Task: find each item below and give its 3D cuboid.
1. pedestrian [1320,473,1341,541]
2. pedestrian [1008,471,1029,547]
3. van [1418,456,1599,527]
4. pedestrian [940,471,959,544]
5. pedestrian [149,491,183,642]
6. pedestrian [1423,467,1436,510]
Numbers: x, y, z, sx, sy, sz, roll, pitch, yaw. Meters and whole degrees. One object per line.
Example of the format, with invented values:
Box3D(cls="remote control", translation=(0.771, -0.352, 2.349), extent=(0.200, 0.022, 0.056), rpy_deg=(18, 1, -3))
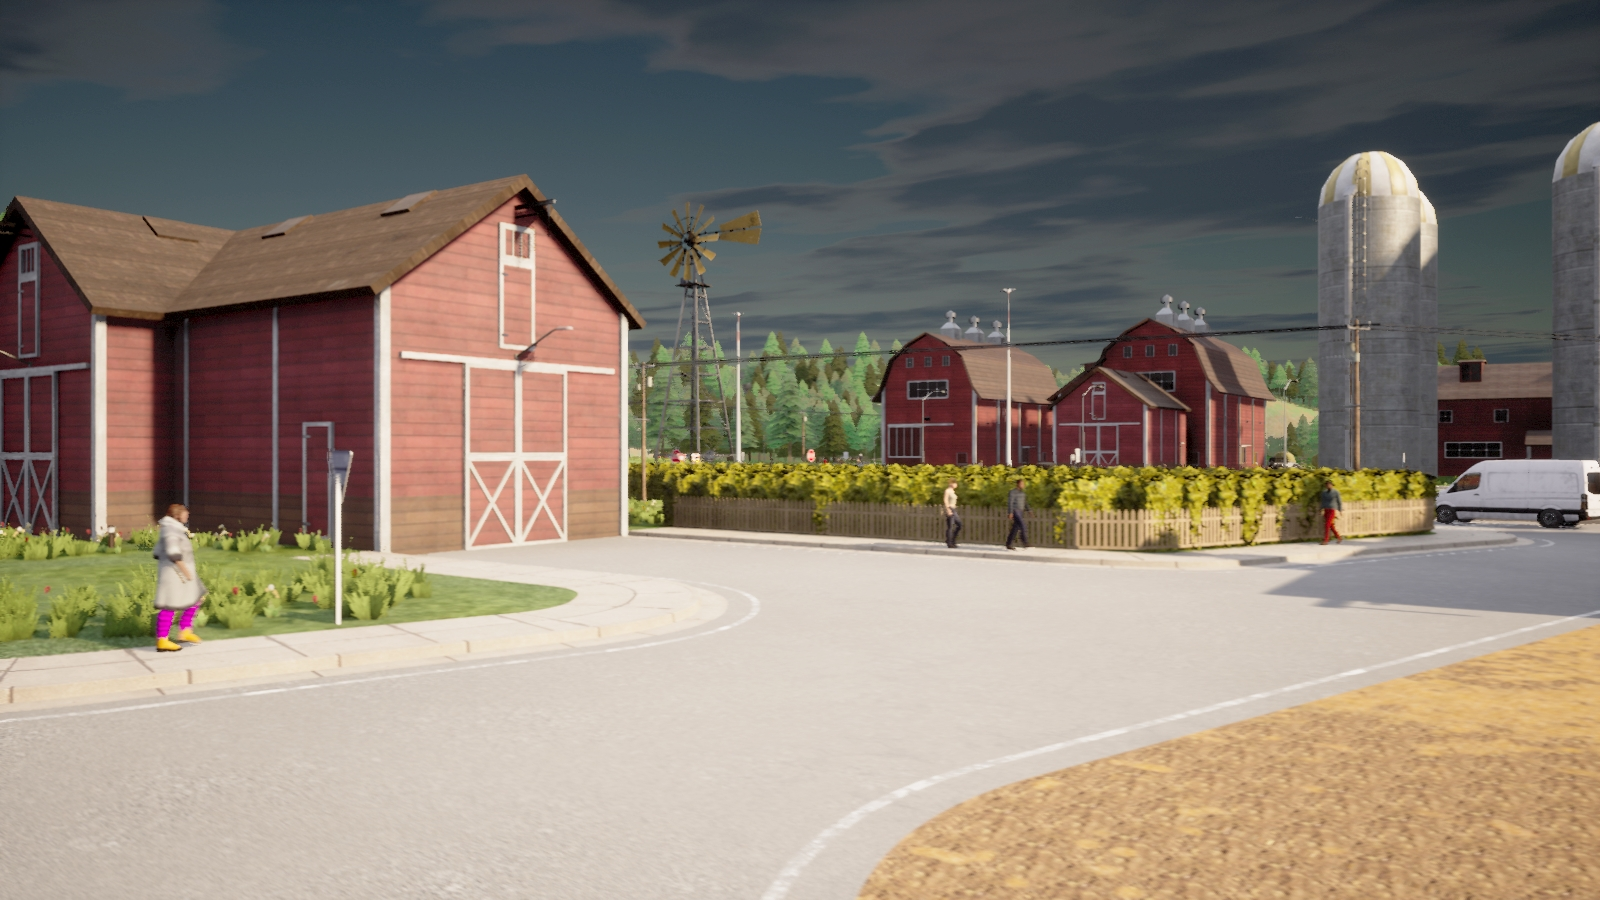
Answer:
Box3D(cls="pedestrian", translation=(14.637, 1.556, 31.500), extent=(0.375, 1.860, 0.375), rpy_deg=(0, 0, -31))
Box3D(cls="pedestrian", translation=(5.463, 1.464, 28.574), extent=(0.375, 1.860, 0.375), rpy_deg=(0, 0, -44))
Box3D(cls="van", translation=(27.494, 1.527, 44.291), extent=(1.988, 2.561, 5.915), rpy_deg=(1, -1, -39))
Box3D(cls="pedestrian", translation=(3.841, 1.463, 29.403), extent=(0.375, 1.860, 0.375), rpy_deg=(0, 0, 29))
Box3D(cls="pedestrian", translation=(-8.007, 1.453, 14.430), extent=(0.375, 1.860, 0.375), rpy_deg=(0, 0, -29))
Box3D(cls="pedestrian", translation=(27.719, 1.696, 50.310), extent=(0.375, 1.860, 0.375), rpy_deg=(0, 0, -30))
